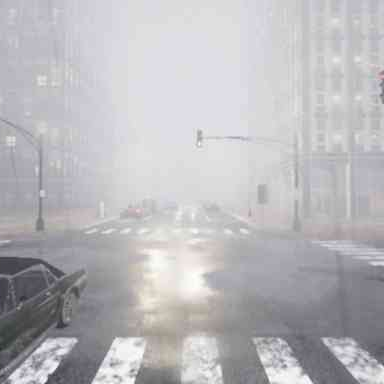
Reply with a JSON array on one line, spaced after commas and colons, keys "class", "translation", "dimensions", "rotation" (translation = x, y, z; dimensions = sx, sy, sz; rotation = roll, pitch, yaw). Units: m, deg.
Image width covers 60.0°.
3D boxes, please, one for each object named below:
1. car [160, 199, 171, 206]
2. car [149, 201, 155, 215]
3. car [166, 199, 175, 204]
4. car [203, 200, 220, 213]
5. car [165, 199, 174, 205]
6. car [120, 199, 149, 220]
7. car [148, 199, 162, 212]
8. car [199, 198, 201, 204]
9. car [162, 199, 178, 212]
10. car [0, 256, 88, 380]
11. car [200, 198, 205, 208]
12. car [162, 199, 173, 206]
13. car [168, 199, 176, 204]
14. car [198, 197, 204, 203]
[{"class": "car", "translation": [-5.620, 2.313, 71.282], "dimensions": [1.887, 1.381, 4.507], "rotation": [1, -1, 0]}, {"class": "car", "translation": [-5.647, 1.991, 37.833], "dimensions": [1.802, 1.307, 4.206], "rotation": [1, -1, 0]}, {"class": "car", "translation": [-5.608, 2.500, 88.006], "dimensions": [2.008, 1.369, 4.403], "rotation": [1, -1, 0]}, {"class": "car", "translation": [2.737, 2.048, 43.463], "dimensions": [1.802, 1.307, 4.206], "rotation": [1, -1, 0]}, {"class": "car", "translation": [-5.612, 2.434, 82.432], "dimensions": [1.887, 1.381, 4.507], "rotation": [1, -1, 0]}, {"class": "car", "translation": [-5.648, 1.790, 32.259], "dimensions": [1.967, 1.590, 4.097], "rotation": [1, -1, 0]}, {"class": "car", "translation": [-5.637, 1.784, 43.410], "dimensions": [2.192, 1.841, 5.009], "rotation": [1, -1, 0]}, {"class": "car", "translation": [2.751, 2.212, 60.195], "dimensions": [1.947, 1.339, 4.313], "rotation": [1, -1, 0]}, {"class": "car", "translation": [-2.962, 2.049, 48.343], "dimensions": [2.033, 1.411, 5.357], "rotation": [0, -1, 0]}, {"class": "car", "translation": [-2.996, 1.651, 4.351], "dimensions": [1.895, 1.301, 4.718], "rotation": [0, -1, 0]}, {"class": "car", "translation": [2.748, 2.113, 54.789], "dimensions": [1.752, 1.417, 4.829], "rotation": [1, -1, 0]}, {"class": "car", "translation": [-5.616, 2.379, 76.857], "dimensions": [2.008, 1.369, 4.403], "rotation": [1, -1, 0]}, {"class": "car", "translation": [-5.604, 2.575, 93.581], "dimensions": [1.947, 1.339, 4.313], "rotation": [1, -1, 0]}, {"class": "car", "translation": [2.777, 2.551, 93.656], "dimensions": [1.887, 1.381, 4.507], "rotation": [1, -1, 0]}]
